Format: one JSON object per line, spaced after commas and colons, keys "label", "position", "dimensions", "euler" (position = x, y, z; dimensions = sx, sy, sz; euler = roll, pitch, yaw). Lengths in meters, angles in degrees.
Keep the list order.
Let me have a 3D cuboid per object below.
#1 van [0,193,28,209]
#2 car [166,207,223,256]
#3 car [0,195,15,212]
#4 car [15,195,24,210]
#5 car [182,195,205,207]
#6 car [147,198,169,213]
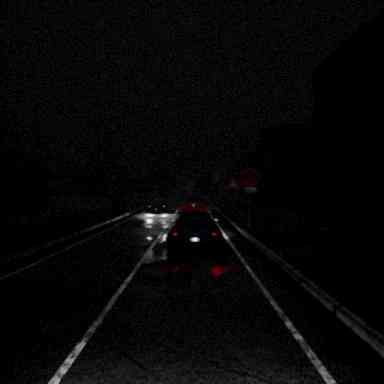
{"label": "van", "position": [-21.950, 1.137, 40.138], "dimensions": [4.442, 1.987, 1.878], "euler": [0, 0, 0]}
{"label": "car", "position": [0.105, 1.519, 12.961], "dimensions": [1.994, 1.385, 4.181], "euler": [0, 0, 0]}
{"label": "car", "position": [-21.881, 1.373, 34.588], "dimensions": [5.366, 1.575, 1.946], "euler": [0, 0, 0]}
{"label": "car", "position": [-22.097, 1.399, 37.366], "dimensions": [4.792, 1.488, 2.163], "euler": [0, 0, 0]}
{"label": "car", "position": [0.136, 1.145, 30.676], "dimensions": [2.097, 1.767, 4.553], "euler": [0, 1, 0]}
{"label": "car", "position": [-3.300, 1.290, 33.094], "dimensions": [1.812, 1.442, 4.674], "euler": [0, 1, 0]}
